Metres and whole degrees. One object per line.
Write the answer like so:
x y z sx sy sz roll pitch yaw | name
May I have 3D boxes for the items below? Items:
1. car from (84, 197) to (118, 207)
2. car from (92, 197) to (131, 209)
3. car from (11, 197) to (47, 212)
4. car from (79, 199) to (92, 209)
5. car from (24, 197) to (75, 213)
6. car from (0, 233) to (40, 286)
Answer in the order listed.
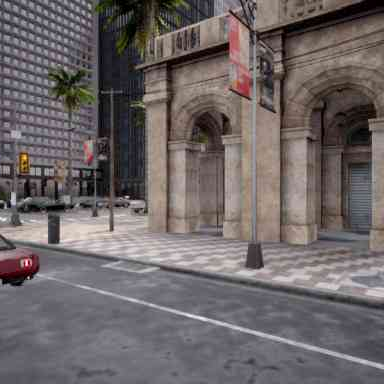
-13.907 1.513 51.272 2.161 1.482 4.786 0 0 35 | car
-10.458 1.492 44.783 2.128 1.511 4.902 0 0 36 | car
-18.767 1.352 39.244 2.097 1.767 4.553 0 0 36 | car
-13.231 1.547 46.926 2.033 1.411 5.357 0 0 36 | car
-15.761 1.601 37.426 1.895 1.301 4.718 0 0 36 | car
-5.817 1.601 8.194 4.718 1.301 1.895 0 0 37 | car
